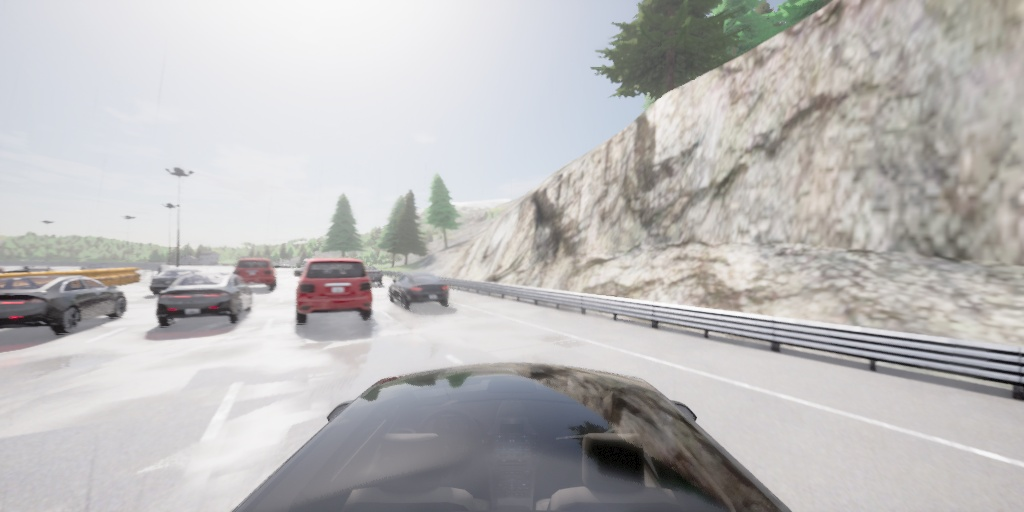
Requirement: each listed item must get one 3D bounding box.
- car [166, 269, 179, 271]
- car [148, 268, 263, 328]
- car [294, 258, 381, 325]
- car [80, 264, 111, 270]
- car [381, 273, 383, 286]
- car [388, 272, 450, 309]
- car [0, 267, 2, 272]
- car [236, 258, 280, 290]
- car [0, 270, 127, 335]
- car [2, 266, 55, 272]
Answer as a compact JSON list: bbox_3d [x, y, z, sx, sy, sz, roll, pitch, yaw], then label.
[{"bbox_3d":[-19.465,1.460,21.215,2.033,1.411,5.357,1,-1,-30],"label":"car"},{"bbox_3d":[-9.940,1.328,11.927,2.128,1.511,4.902,1,-1,-30],"label":"car"},{"bbox_3d":[-6.361,1.088,12.720,2.150,2.045,5.566,1,-1,-30],"label":"car"},{"bbox_3d":[-44.017,1.575,37.917,1.994,1.385,4.181,1,-1,-40],"label":"car"},{"bbox_3d":[-11.505,1.541,28.376,2.128,1.511,4.902,1,-1,-31],"label":"car"},{"bbox_3d":[-4.220,1.446,16.025,1.812,1.442,4.674,1,-1,-30],"label":"car"},{"bbox_3d":[-48.971,1.395,32.932,1.882,1.535,5.008,1,-1,-39],"label":"car"},{"bbox_3d":[-17.013,1.185,23.952,2.150,2.045,5.566,1,-1,-31],"label":"car"},{"bbox_3d":[-12.920,1.287,10.090,2.128,1.511,4.902,1,-1,-30],"label":"car"},{"bbox_3d":[-45.240,1.551,33.896,1.895,1.301,4.718,1,-1,-39],"label":"car"}]
